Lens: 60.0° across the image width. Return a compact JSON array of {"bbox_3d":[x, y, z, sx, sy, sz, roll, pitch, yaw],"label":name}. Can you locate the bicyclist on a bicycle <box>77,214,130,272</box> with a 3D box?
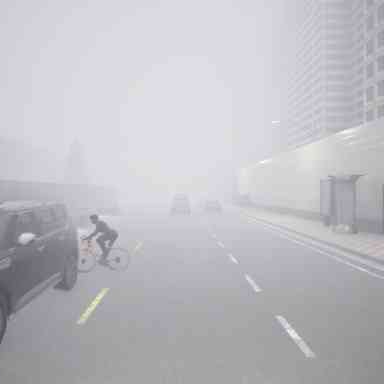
[{"bbox_3d":[-2.585,1.454,9.362,1.656,1.620,0.582,-1,0,-2],"label":"bicyclist on a bicycle"}]

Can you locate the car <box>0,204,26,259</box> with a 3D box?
[{"bbox_3d":[-7.462,1.352,10.716,2.097,1.767,4.553,0,0,-2],"label":"car"}]

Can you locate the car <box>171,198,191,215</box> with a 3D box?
[{"bbox_3d":[-1.148,1.563,33.985,1.994,1.385,4.181,0,0,-2],"label":"car"}]

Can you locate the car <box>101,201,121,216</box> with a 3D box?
[{"bbox_3d":[-8.255,1.564,32.873,1.994,1.385,4.181,0,0,-2],"label":"car"}]

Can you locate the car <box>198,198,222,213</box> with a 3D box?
[{"bbox_3d":[2.221,1.491,37.716,2.128,1.511,4.902,0,0,-2],"label":"car"}]

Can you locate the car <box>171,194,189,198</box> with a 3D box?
[{"bbox_3d":[-1.512,1.221,43.969,2.150,2.045,5.566,0,0,-4],"label":"car"}]

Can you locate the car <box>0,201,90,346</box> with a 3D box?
[{"bbox_3d":[-3.784,1.222,6.110,2.150,2.045,5.566,0,0,-2],"label":"car"}]

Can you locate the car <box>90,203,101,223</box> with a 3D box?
[{"bbox_3d":[-7.859,1.564,22.565,1.994,1.385,4.181,0,0,-2],"label":"car"}]
